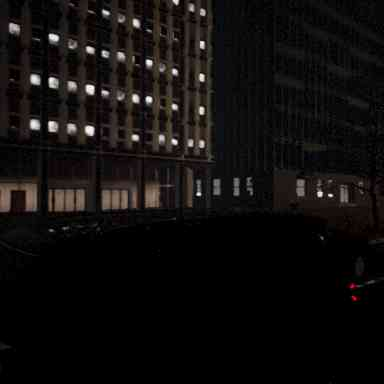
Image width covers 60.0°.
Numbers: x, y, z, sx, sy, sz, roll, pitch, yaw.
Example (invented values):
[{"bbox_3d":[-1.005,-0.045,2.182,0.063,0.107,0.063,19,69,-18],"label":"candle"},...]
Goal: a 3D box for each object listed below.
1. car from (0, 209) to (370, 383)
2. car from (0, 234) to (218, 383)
[{"bbox_3d":[-0.805,1.222,2.790,5.566,2.045,2.150,0,0,-36],"label":"car"},{"bbox_3d":[-1.788,1.582,5.276,4.206,1.307,1.802,0,1,-36],"label":"car"}]
